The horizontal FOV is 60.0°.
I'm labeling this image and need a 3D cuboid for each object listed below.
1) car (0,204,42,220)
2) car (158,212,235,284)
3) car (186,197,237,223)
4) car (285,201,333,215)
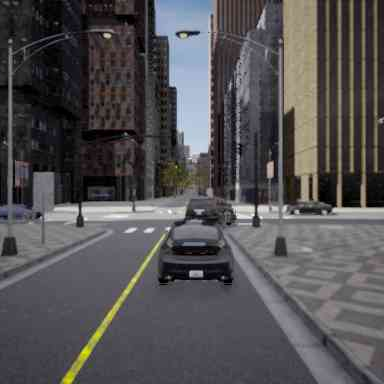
[{"bbox_3d":[-15.176,1.720,28.993,4.181,1.385,1.994,0,0,0],"label":"car"},{"bbox_3d":[0.095,1.561,9.714,1.837,1.490,4.892,0,0,0],"label":"car"},{"bbox_3d":[1.349,1.354,22.359,2.150,2.045,5.566,-1,0,20],"label":"car"},{"bbox_3d":[12.453,1.712,35.616,4.892,1.490,1.837,0,0,0],"label":"car"}]
